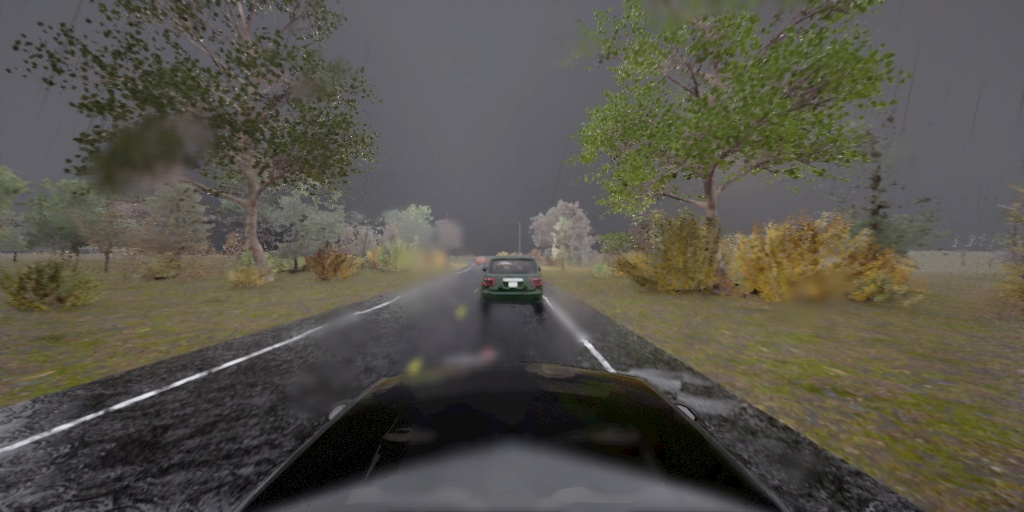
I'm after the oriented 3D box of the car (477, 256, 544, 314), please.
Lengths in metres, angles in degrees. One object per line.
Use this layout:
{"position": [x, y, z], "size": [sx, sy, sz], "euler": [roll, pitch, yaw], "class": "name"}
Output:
{"position": [-0.001, 1.000, 14.164], "size": [2.150, 2.045, 5.566], "euler": [0, 0, -1], "class": "car"}
